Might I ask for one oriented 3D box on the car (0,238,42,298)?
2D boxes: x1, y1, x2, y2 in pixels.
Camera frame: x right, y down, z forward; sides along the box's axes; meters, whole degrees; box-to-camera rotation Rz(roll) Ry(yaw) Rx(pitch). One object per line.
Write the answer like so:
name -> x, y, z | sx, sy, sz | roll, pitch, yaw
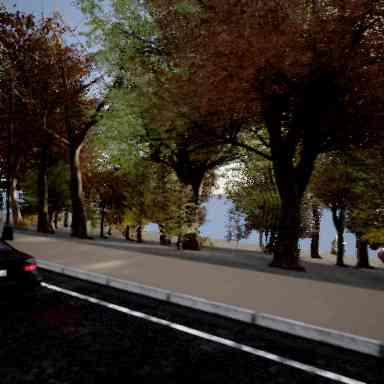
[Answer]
car -> -5.624, 1.589, 7.808 | 5.357, 1.411, 2.033 | 0, -1, 38
